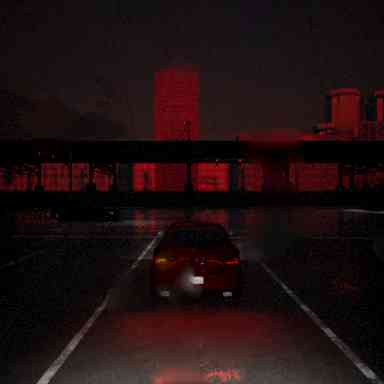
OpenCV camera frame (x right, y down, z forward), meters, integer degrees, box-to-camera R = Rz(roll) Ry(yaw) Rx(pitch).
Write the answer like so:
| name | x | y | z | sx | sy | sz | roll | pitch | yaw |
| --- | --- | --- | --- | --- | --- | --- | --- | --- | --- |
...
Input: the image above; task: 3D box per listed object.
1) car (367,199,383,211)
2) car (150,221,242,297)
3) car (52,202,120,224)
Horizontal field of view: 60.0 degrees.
| name | x | y | z | sx | sy | sz | roll | pitch | yaw |
| --- | --- | --- | --- | --- | --- | --- | --- | --- | --- |
| car | 22.728 | 1.403 | 38.406 | 4.674 | 1.442 | 1.812 | -1 | 0 | 1 |
| car | 0.095 | 1.478 | 8.616 | 1.882 | 1.535 | 5.008 | 0 | 0 | 0 |
| car | -7.793 | 1.472 | 24.567 | 5.008 | 1.535 | 1.882 | 0 | -1 | 10 |
